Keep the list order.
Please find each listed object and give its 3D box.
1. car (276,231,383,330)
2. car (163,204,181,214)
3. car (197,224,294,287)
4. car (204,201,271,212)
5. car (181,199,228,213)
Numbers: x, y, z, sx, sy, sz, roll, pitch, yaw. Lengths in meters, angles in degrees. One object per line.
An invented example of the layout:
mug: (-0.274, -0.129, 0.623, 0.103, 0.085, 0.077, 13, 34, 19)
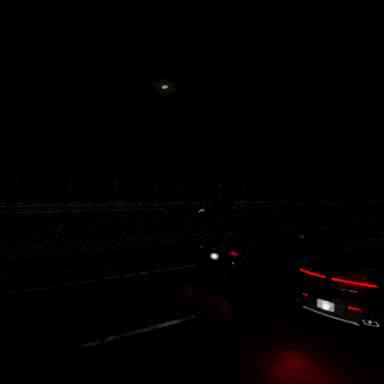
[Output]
car: (4.082, 1.558, 6.657, 4.892, 1.490, 1.837, 1, 0, -35)
car: (-0.261, 1.619, 29.598, 4.902, 1.511, 2.128, 1, 0, -35)
car: (2.195, 1.619, 9.611, 4.181, 1.385, 1.994, 1, 0, -35)
car: (3.595, 1.603, 23.751, 5.008, 1.535, 1.882, 1, 0, -35)
car: (1.772, 1.479, 26.749, 4.553, 1.767, 2.097, 1, 0, -35)
